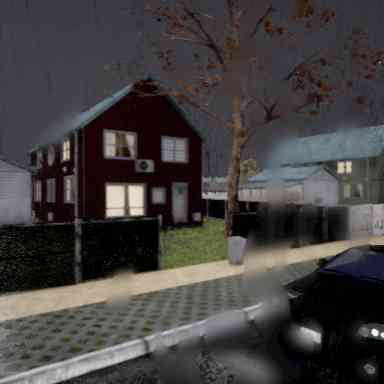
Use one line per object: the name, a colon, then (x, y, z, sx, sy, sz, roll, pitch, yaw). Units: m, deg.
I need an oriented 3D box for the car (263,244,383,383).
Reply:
car: (3.086, 1.595, 5.317, 4.181, 1.385, 1.994, 0, -1, -36)
